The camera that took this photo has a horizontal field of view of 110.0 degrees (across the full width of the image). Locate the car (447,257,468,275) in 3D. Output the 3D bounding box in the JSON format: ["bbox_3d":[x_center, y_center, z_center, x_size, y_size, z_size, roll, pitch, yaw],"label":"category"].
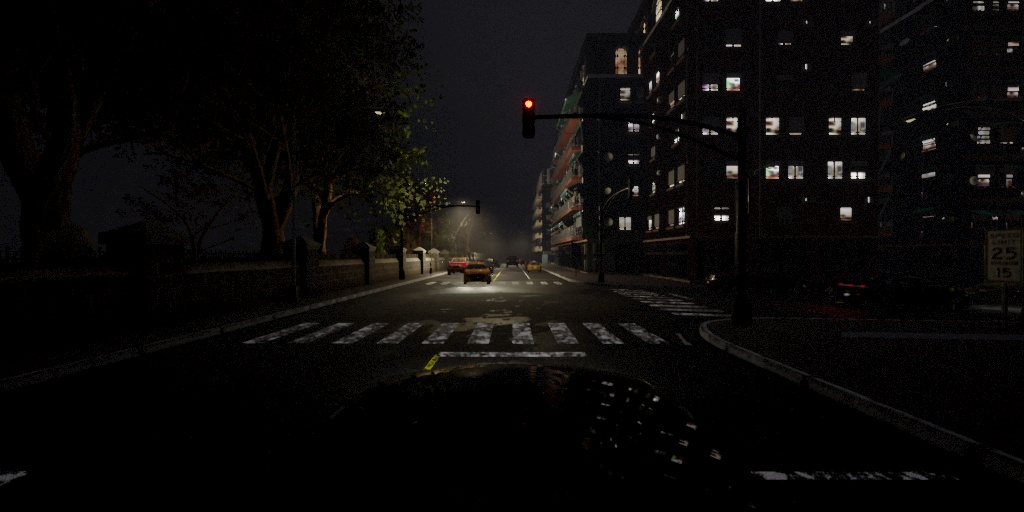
[{"bbox_3d":[-5.657,1.070,38.748,2.192,1.841,5.009,0,0,0],"label":"car"}]

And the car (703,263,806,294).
[{"bbox_3d":[14.617,1.338,22.146,5.009,1.841,2.192,0,0,0],"label":"car"}]

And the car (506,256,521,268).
[{"bbox_3d":[0.055,0.993,63.674,2.150,2.045,5.566,0,0,0],"label":"car"}]

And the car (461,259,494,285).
[{"bbox_3d":[-2.657,1.228,26.734,1.882,1.535,5.008,0,0,-7],"label":"car"}]

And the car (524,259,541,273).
[{"bbox_3d":[2.728,1.283,44.447,1.751,1.417,4.829,0,0,0],"label":"car"}]

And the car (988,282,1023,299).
[{"bbox_3d":[31.533,1.857,22.184,4.829,1.417,1.751,0,0,0],"label":"car"}]

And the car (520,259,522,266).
[{"bbox_3d":[2.737,1.316,55.347,2.007,1.370,4.403,0,0,0],"label":"car"}]

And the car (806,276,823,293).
[{"bbox_3d":[20.312,1.671,22.159,4.507,1.381,1.888,0,0,0],"label":"car"}]

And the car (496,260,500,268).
[{"bbox_3d":[-3.023,1.333,58.916,1.994,1.385,4.181,0,0,0],"label":"car"}]

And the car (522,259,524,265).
[{"bbox_3d":[2.733,1.307,49.811,1.888,1.381,4.507,0,0,0],"label":"car"}]

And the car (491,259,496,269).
[{"bbox_3d":[-3.059,1.282,40.780,1.812,1.442,4.674,0,0,0],"label":"car"}]

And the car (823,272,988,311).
[{"bbox_3d":[17.766,1.596,16.408,4.902,1.511,2.128,1,0,0],"label":"car"}]
